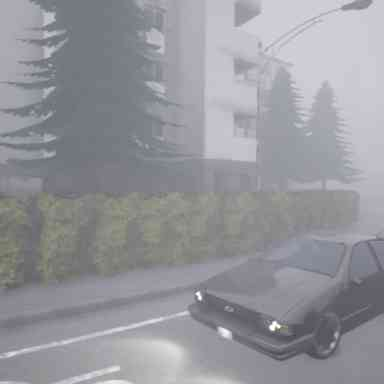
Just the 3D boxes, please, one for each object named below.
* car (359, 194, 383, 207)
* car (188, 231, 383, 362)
[{"bbox_3d":[21.954,1.031,42.166,2.128,1.511,4.902,0,1,-12],"label":"car"},{"bbox_3d":[2.519,1.470,6.060,5.357,1.411,2.033,0,1,-39],"label":"car"}]
